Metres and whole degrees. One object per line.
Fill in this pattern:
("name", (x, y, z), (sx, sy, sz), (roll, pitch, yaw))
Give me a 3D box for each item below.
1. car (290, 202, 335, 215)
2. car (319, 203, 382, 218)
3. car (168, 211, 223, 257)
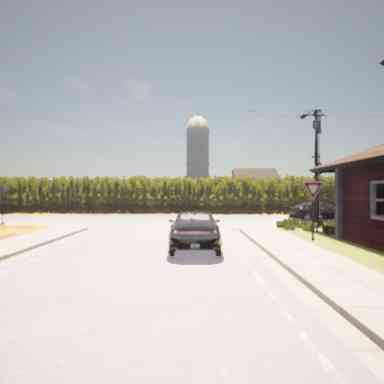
("car", (9.962, 1.536, 25.756), (4.892, 1.490, 1.837), (0, 0, -4))
("car", (14.126, 1.633, 29.766), (4.718, 1.301, 1.895), (0, 0, 1))
("car", (0.104, 1.494, 12.852), (2.128, 1.511, 4.902), (0, 0, 0))
